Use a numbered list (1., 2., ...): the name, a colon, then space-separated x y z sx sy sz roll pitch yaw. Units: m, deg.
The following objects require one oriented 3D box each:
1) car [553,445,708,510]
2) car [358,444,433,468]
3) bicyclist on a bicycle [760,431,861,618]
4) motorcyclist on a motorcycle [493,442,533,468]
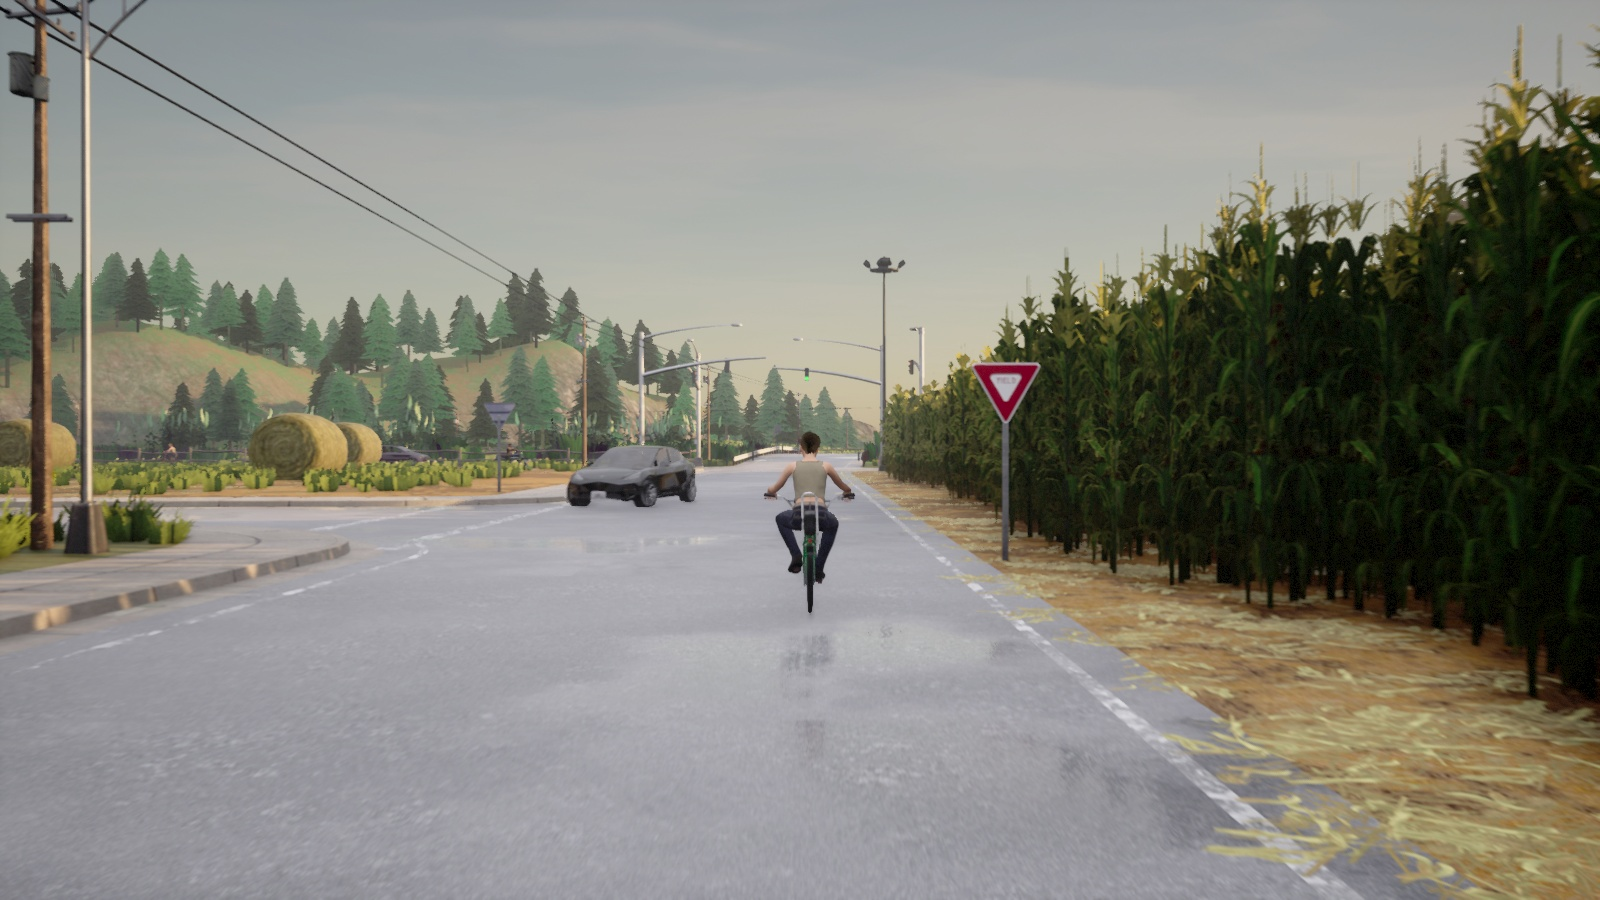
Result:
1. car: -4.132 0.618 31.505 2.163 1.488 4.792 0 0 15
2. car: -25.811 0.387 80.239 4.193 1.474 1.816 0 0 3
3. bicyclist on a bicycle: 0.089 0.637 11.571 0.866 1.612 1.509 0 0 0
4. motorcyclist on a motorcycle: -18.251 0.331 79.803 2.350 1.649 0.766 0 0 3
